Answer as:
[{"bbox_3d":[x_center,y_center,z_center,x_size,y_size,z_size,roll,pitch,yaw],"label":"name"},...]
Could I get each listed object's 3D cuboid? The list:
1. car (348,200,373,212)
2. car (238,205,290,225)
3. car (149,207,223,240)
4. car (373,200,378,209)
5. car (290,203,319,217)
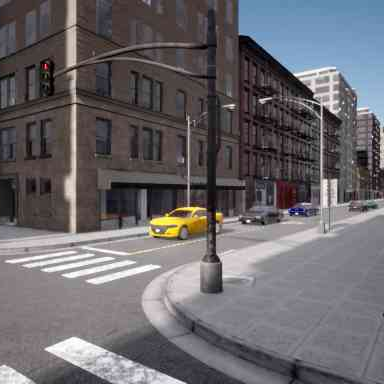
[{"bbox_3d":[22.023,1.781,43.966,2.128,1.511,4.902,0,0,36],"label":"car"},{"bbox_3d":[5.551,1.704,25.932,2.033,1.411,5.357,0,0,35],"label":"car"},{"bbox_3d":[-0.188,1.575,17.872,1.882,1.535,5.008,0,0,35],"label":"car"},{"bbox_3d":[27.777,1.904,52.043,1.994,1.385,4.181,0,0,35],"label":"car"},{"bbox_3d":[11.535,1.815,34.314,1.895,1.301,4.718,0,0,36],"label":"car"}]
